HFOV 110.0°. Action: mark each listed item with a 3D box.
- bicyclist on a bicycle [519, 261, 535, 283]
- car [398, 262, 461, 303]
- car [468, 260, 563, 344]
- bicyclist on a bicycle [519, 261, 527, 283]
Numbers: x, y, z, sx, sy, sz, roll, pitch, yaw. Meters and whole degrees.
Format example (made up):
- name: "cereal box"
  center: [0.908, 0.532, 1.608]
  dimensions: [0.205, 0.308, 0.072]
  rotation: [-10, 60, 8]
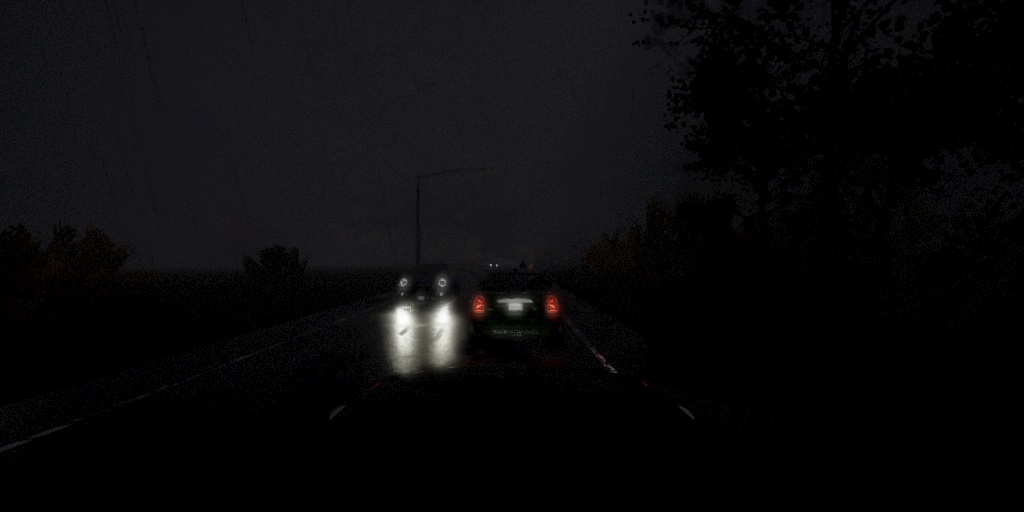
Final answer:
- name: "bicyclist on a bicycle"
  center: [0.899, 1.181, 17.079]
  dimensions: [0.866, 1.612, 1.509]
  rotation: [0, 0, 0]
- name: "car"
  center: [-3.664, 1.096, 16.628]
  dimensions: [2.097, 1.767, 4.553]
  rotation: [0, 0, 0]
- name: "car"
  center: [0.070, 1.099, 9.735]
  dimensions: [2.097, 1.767, 4.553]
  rotation: [0, 0, 0]
- name: "bicyclist on a bicycle"
  center: [0.833, 1.193, 27.196]
  dimensions: [0.582, 1.620, 1.656]
  rotation: [0, 0, 0]
